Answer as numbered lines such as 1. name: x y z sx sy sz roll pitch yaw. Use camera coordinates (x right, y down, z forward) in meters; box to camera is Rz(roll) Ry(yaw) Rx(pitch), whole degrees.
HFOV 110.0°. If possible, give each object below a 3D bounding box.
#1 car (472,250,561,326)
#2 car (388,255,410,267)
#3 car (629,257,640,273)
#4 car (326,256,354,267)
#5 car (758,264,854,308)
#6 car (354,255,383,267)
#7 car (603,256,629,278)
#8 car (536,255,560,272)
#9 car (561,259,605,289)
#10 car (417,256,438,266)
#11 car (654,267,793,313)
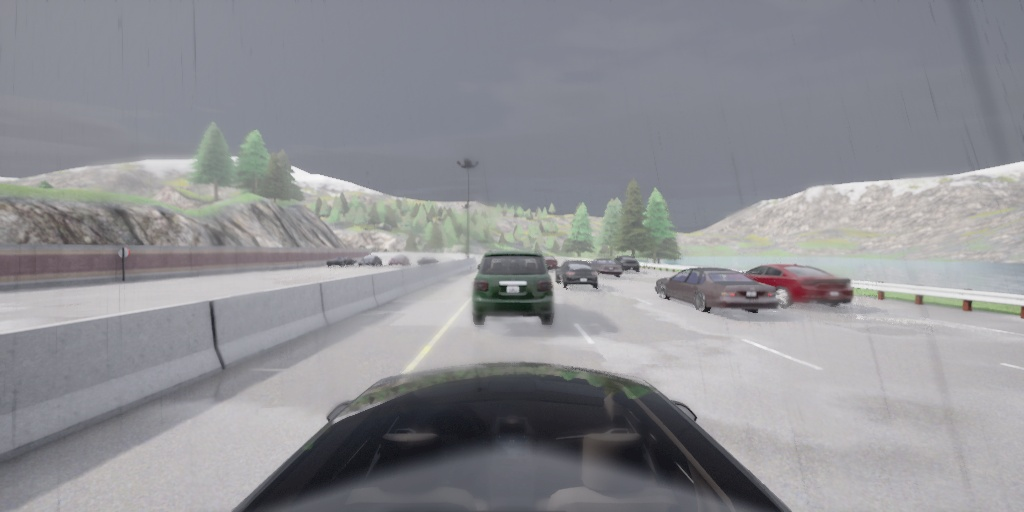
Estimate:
1. car: 0.052 0.831 11.221 2.150 2.045 5.566 0 1 1
2. car: -14.257 0.615 45.635 1.812 1.442 4.674 0 1 -2
3. car: 10.594 0.770 34.085 1.837 1.490 4.892 0 1 0
4. car: -21.206 0.705 44.616 1.895 1.301 4.718 0 1 -2
5. car: 10.573 1.040 14.210 1.882 1.535 5.008 0 1 0
6. car: -17.741 0.623 45.103 1.812 1.442 4.674 0 1 -2
7. car: 7.071 0.901 28.065 2.033 1.411 5.357 0 1 0
8. car: 3.599 0.701 36.724 1.882 1.535 5.008 0 1 0
9. car: 3.591 0.997 20.233 1.812 1.442 4.674 0 1 0
10. car: -10.737 0.691 45.606 1.895 1.301 4.718 0 1 -2
11. car: 7.067 1.127 13.061 2.033 1.411 5.357 0 1 0
